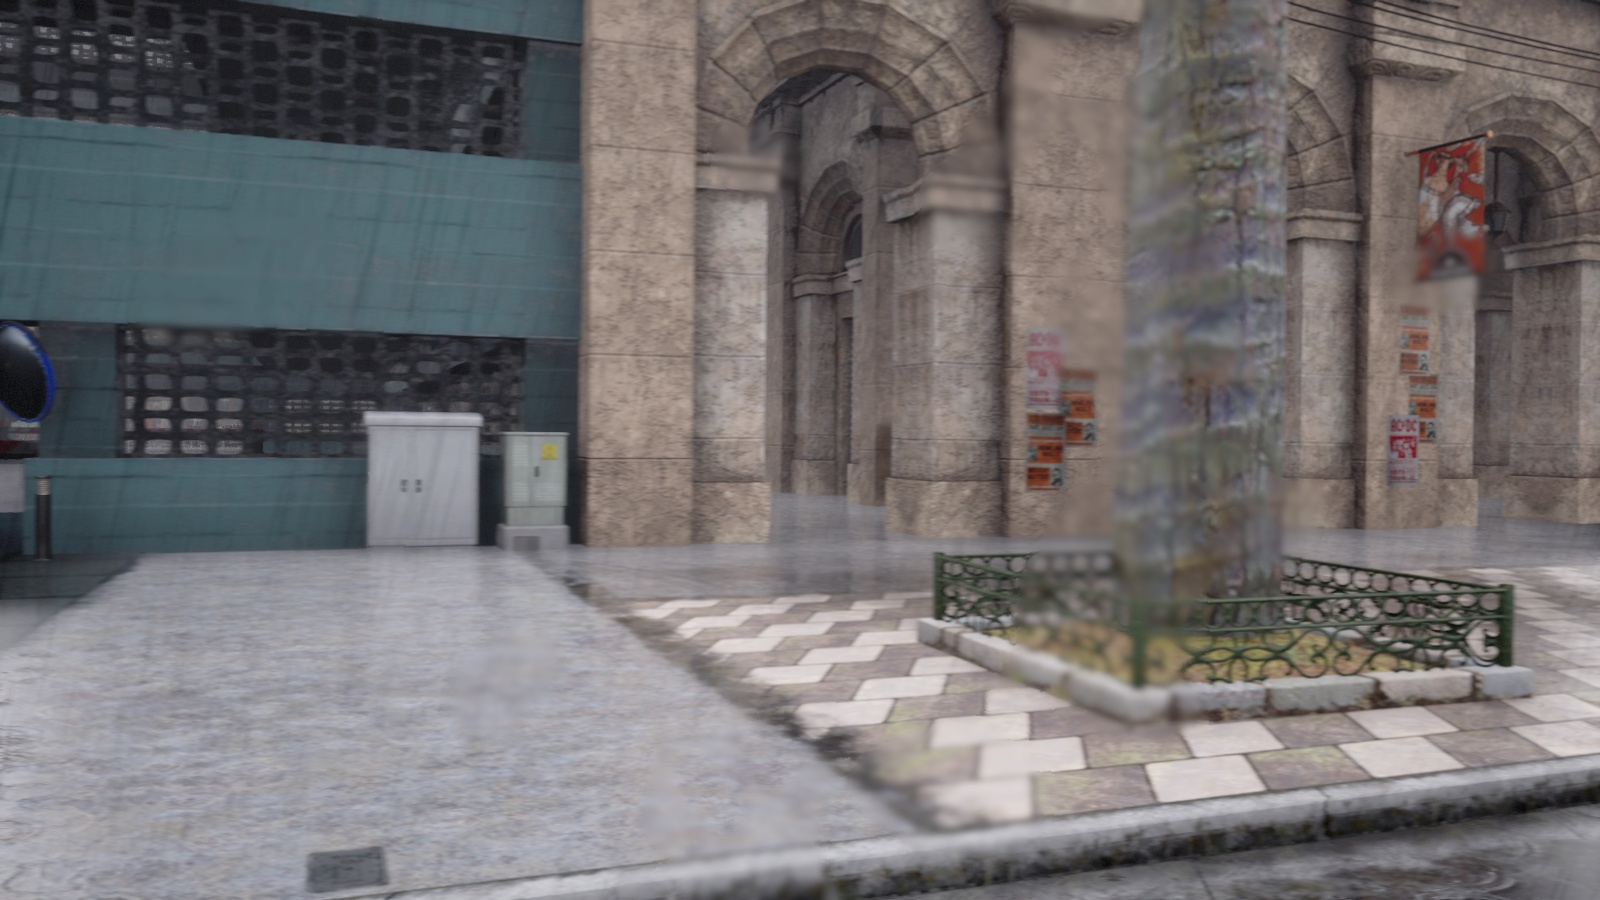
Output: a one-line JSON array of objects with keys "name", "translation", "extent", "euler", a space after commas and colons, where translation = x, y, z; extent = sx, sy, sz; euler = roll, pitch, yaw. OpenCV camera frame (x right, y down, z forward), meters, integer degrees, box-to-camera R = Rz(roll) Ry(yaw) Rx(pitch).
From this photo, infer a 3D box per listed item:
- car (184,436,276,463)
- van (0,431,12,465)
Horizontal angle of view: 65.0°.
[{"name": "car", "translation": [-33.811, -0.046, 74.629], "extent": [4.892, 1.490, 1.837], "euler": [-1, 1, -21]}, {"name": "van", "translation": [-48.527, -0.110, 72.833], "extent": [4.442, 1.987, 1.775], "euler": [-1, 1, -21]}]
